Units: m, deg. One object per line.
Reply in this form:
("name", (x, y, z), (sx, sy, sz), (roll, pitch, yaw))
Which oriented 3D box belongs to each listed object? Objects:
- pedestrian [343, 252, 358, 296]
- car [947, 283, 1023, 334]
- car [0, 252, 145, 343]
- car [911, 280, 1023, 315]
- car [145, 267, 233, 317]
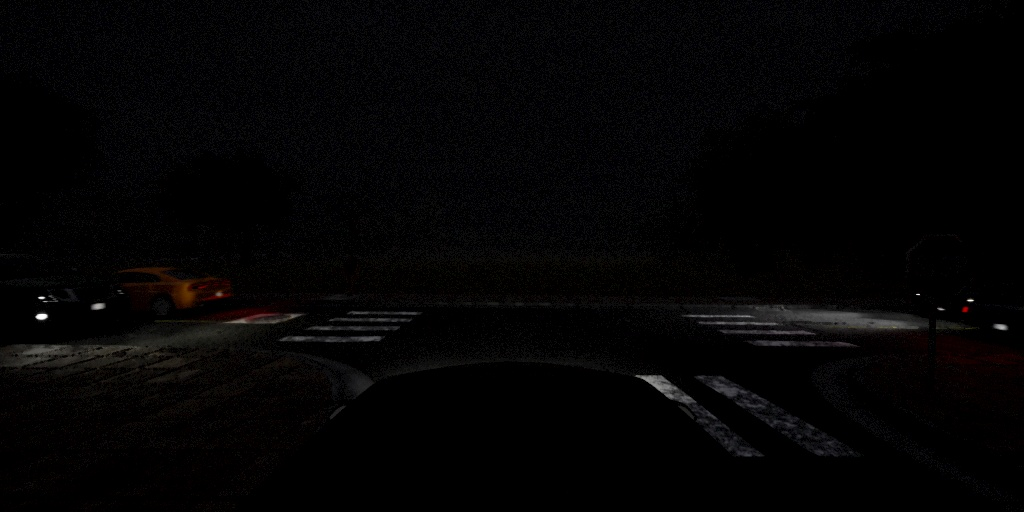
("pedestrian", (-6.800, 0.757, 15.035), (0.375, 1.860, 0.375), (0, 1, 0))
("car", (14.624, 1.532, 9.086), (4.718, 1.301, 1.895), (1, 1, 0))
("car", (-13.388, 0.931, 9.211), (5.566, 2.045, 2.150), (0, 1, 0))
("car", (16.599, 1.486, 12.022), (4.718, 1.301, 1.895), (1, 1, 0))
("car", (-12.390, 1.127, 12.161), (5.008, 1.535, 1.882), (0, 1, 0))
